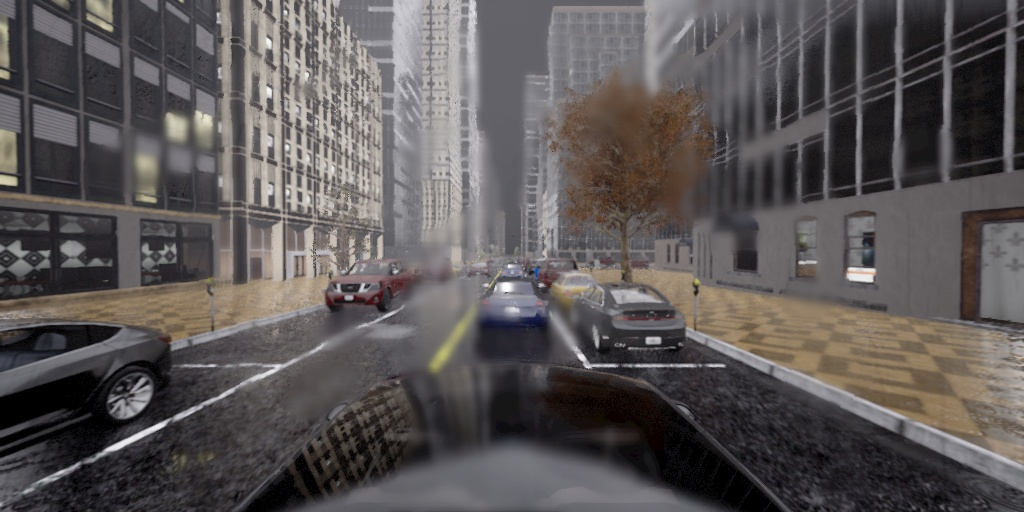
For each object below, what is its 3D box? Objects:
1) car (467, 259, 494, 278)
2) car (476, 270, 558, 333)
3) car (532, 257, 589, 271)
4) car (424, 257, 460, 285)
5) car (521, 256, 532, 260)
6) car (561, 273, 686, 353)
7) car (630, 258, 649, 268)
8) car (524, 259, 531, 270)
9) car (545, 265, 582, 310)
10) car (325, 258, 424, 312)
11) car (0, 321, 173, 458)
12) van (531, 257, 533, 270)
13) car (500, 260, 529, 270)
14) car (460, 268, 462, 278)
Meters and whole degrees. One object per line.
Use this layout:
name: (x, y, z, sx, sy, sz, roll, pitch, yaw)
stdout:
car: (-2.894, 1.224, 32.723, 1.812, 1.442, 4.674, 0, 0, 0)
car: (0.056, 1.300, 10.759, 1.994, 1.385, 4.181, 0, 0, 0)
car: (2.536, 1.035, 19.949, 2.192, 1.841, 5.009, 0, 0, 0)
car: (-5.354, 1.025, 25.553, 2.192, 1.841, 5.009, 0, 0, 0)
car: (2.499, 0.997, 42.545, 2.192, 1.841, 5.009, 0, 0, 0)
car: (2.555, 1.289, 8.652, 2.007, 1.370, 4.403, 0, 0, 0)
car: (20.088, 1.327, 58.243, 4.207, 1.307, 1.802, 0, 0, 0)
car: (2.508, 1.257, 36.896, 1.948, 1.339, 4.313, 0, 0, 0)
car: (2.546, 1.255, 14.471, 1.751, 1.417, 4.829, 0, 0, 0)
car: (-5.335, 1.044, 14.256, 2.192, 1.841, 5.009, 0, 0, 0)
car: (-5.316, 1.314, 2.958, 1.948, 1.339, 4.313, 0, 0, 0)
van: (2.527, 1.051, 25.599, 1.690, 1.789, 3.998, 0, 0, 0)
car: (0.043, 1.253, 28.567, 2.033, 1.411, 5.357, 0, 0, 0)
car: (-5.363, 1.226, 31.032, 1.751, 1.417, 4.829, 0, 0, 0)
